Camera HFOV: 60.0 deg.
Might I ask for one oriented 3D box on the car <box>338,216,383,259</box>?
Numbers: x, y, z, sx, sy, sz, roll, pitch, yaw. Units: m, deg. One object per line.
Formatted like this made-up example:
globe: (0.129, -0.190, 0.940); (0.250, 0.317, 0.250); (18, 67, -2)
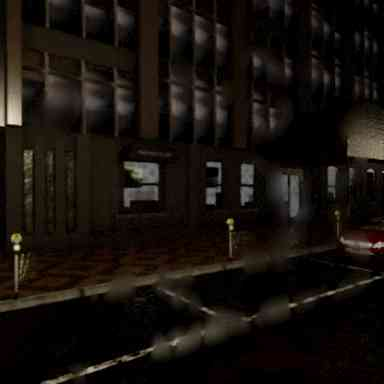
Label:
car: (6.721, 1.494, 11.340); (4.206, 1.307, 1.802); (-1, 1, -35)
